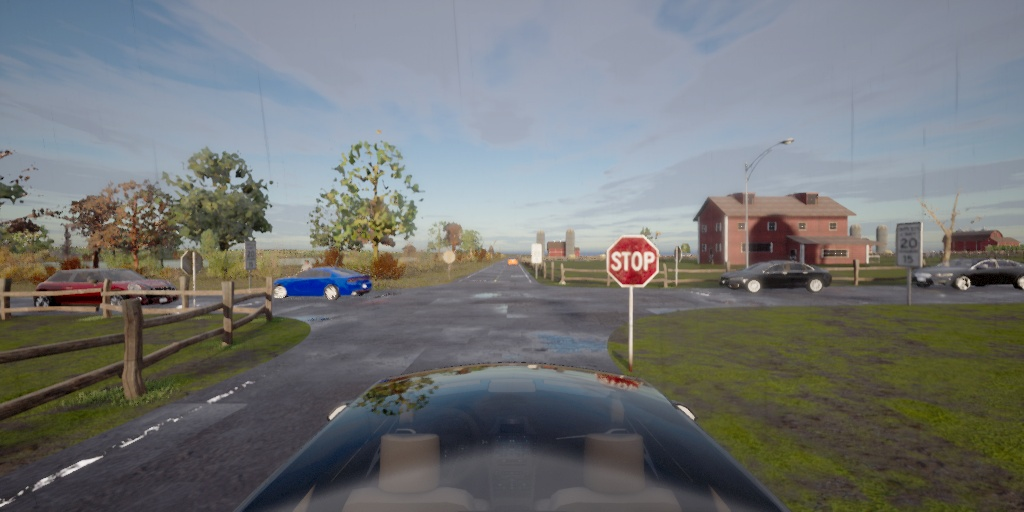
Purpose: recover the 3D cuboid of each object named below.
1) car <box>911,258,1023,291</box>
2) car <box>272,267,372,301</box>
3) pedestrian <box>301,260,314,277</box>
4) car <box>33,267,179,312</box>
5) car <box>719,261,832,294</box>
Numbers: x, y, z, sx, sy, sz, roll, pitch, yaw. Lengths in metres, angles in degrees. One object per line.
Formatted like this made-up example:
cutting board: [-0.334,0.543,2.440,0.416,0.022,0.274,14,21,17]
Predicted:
car: [22.790,0.868,17.784,4.902,1.511,2.128,-1,1,1]
car: [-9.440,1.318,17.742,5.008,1.535,1.882,-1,-1,15]
pedestrian: [-12.117,1.150,21.157,0.375,1.860,0.375,0,1,1]
car: [-17.057,1.322,15.252,4.553,1.767,2.097,-1,1,1]
car: [13.036,1.024,17.923,4.892,1.490,1.837,-1,1,2]
